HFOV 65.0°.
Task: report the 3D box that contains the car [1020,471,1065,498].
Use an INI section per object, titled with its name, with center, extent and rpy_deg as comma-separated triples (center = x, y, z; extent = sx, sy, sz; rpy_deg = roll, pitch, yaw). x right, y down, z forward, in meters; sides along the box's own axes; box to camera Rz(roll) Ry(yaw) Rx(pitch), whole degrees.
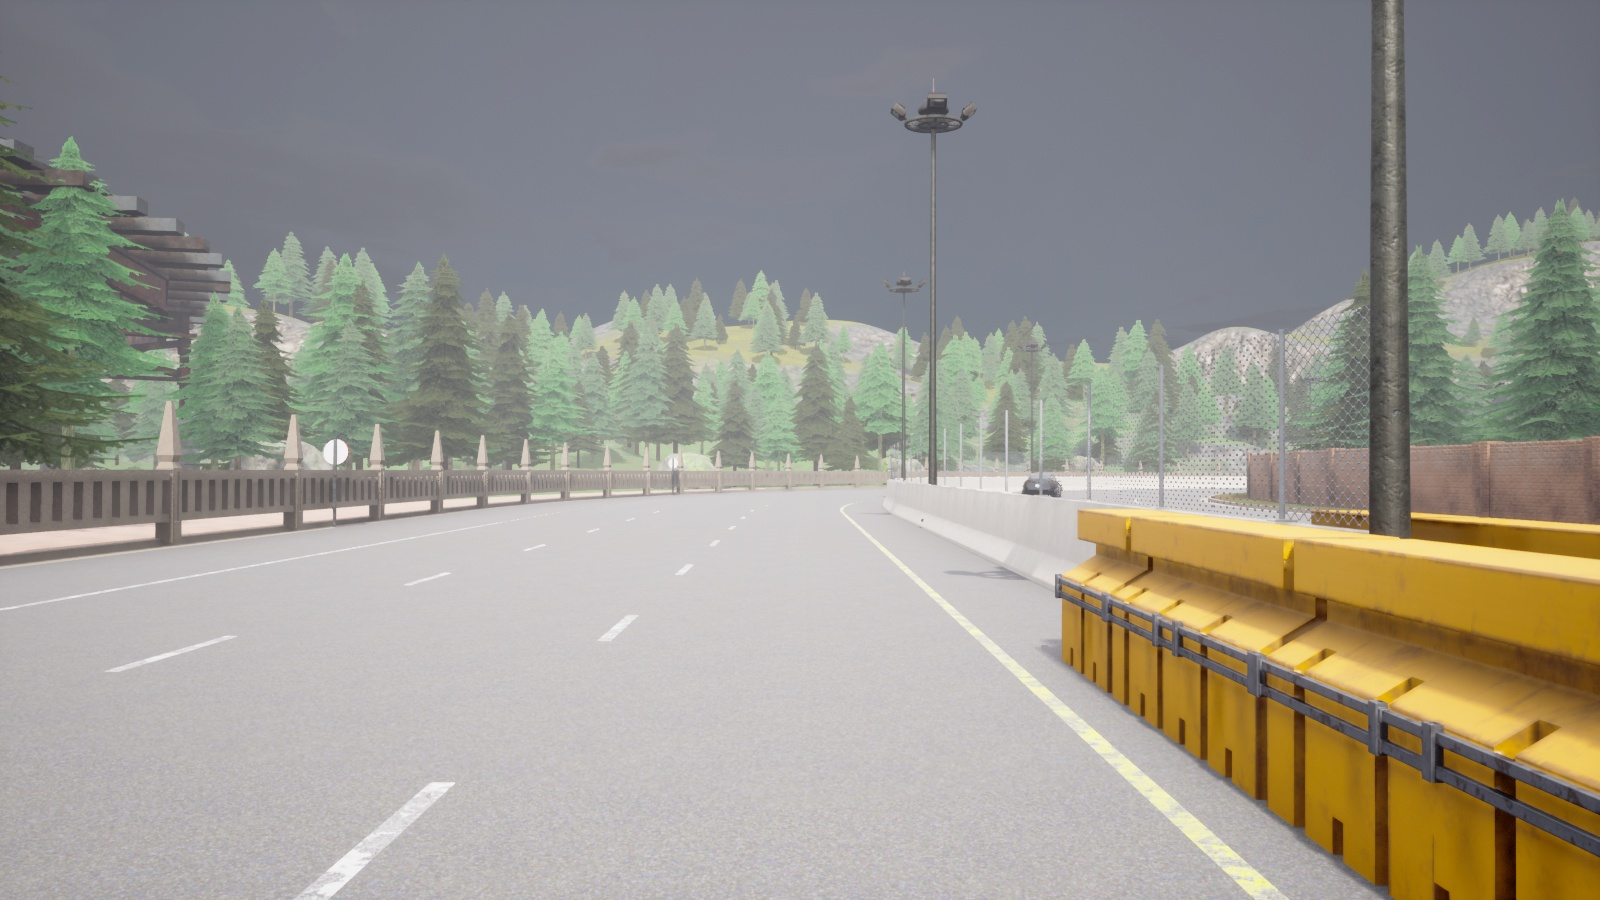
[car]
center = 14.190, 1.985, 73.273
extent = 2.163, 1.488, 4.792
rpy_deg = -1, -1, 16
